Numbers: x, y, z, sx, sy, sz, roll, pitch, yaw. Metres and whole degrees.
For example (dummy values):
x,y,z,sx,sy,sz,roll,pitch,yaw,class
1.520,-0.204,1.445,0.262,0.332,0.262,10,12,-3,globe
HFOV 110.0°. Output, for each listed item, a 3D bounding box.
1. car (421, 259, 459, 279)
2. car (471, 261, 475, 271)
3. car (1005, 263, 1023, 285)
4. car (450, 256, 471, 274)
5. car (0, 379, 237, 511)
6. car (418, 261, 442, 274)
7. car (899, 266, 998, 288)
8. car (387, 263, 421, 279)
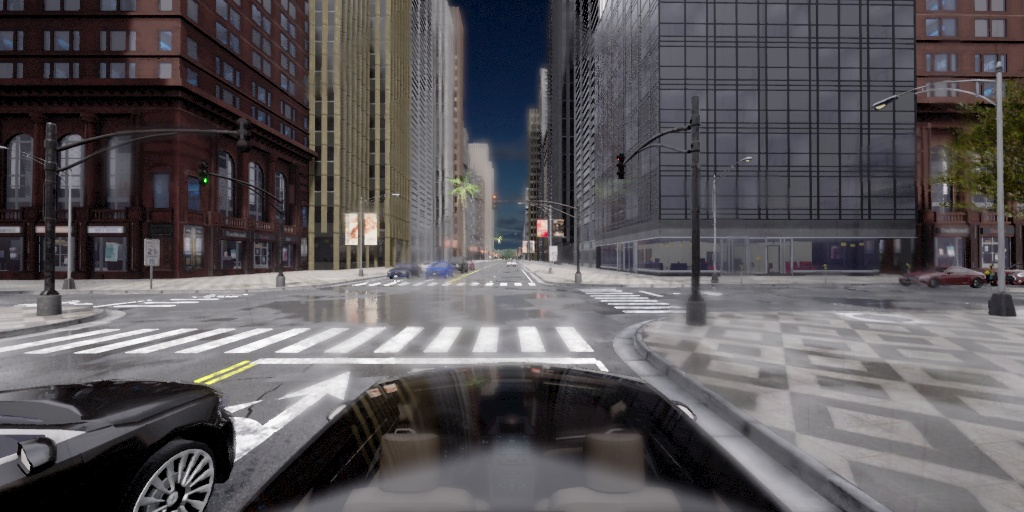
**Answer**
x,y,z,sx,sy,sz,roll,pitch,yaw,class
-6.651,1.291,33.573,1.882,1.535,5.008,0,0,2,car
-6.670,1.411,53.970,1.812,1.442,4.674,0,0,0,car
32.068,1.116,22.125,4.097,1.591,1.967,0,0,-1,car
-6.669,1.067,43.680,2.150,2.045,5.566,0,0,0,car
-3.138,1.241,0.933,2.128,1.511,4.902,0,0,-1,car
-9.923,1.371,43.729,1.812,1.442,4.674,0,0,0,car
26.430,1.274,22.027,4.207,1.307,1.802,0,0,-1,car
-9.871,1.361,33.542,2.033,1.411,5.357,0,0,3,car
